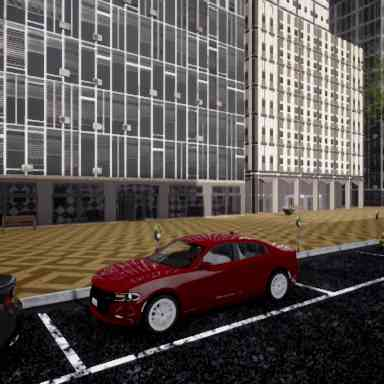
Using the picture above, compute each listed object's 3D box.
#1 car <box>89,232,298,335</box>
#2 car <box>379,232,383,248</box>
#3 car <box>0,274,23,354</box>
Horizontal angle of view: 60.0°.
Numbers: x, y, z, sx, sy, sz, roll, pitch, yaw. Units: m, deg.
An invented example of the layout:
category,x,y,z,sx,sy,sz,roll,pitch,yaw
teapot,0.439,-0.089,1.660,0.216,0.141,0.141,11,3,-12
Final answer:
category,x,y,z,sx,sy,sz,roll,pitch,yaw
car,0.244,1.545,6.725,4.507,1.381,1.887,0,0,-35
car,9.125,1.528,13.038,4.829,1.417,1.752,0,0,-35
car,-4.265,1.551,3.520,4.403,1.369,2.008,0,0,-35
